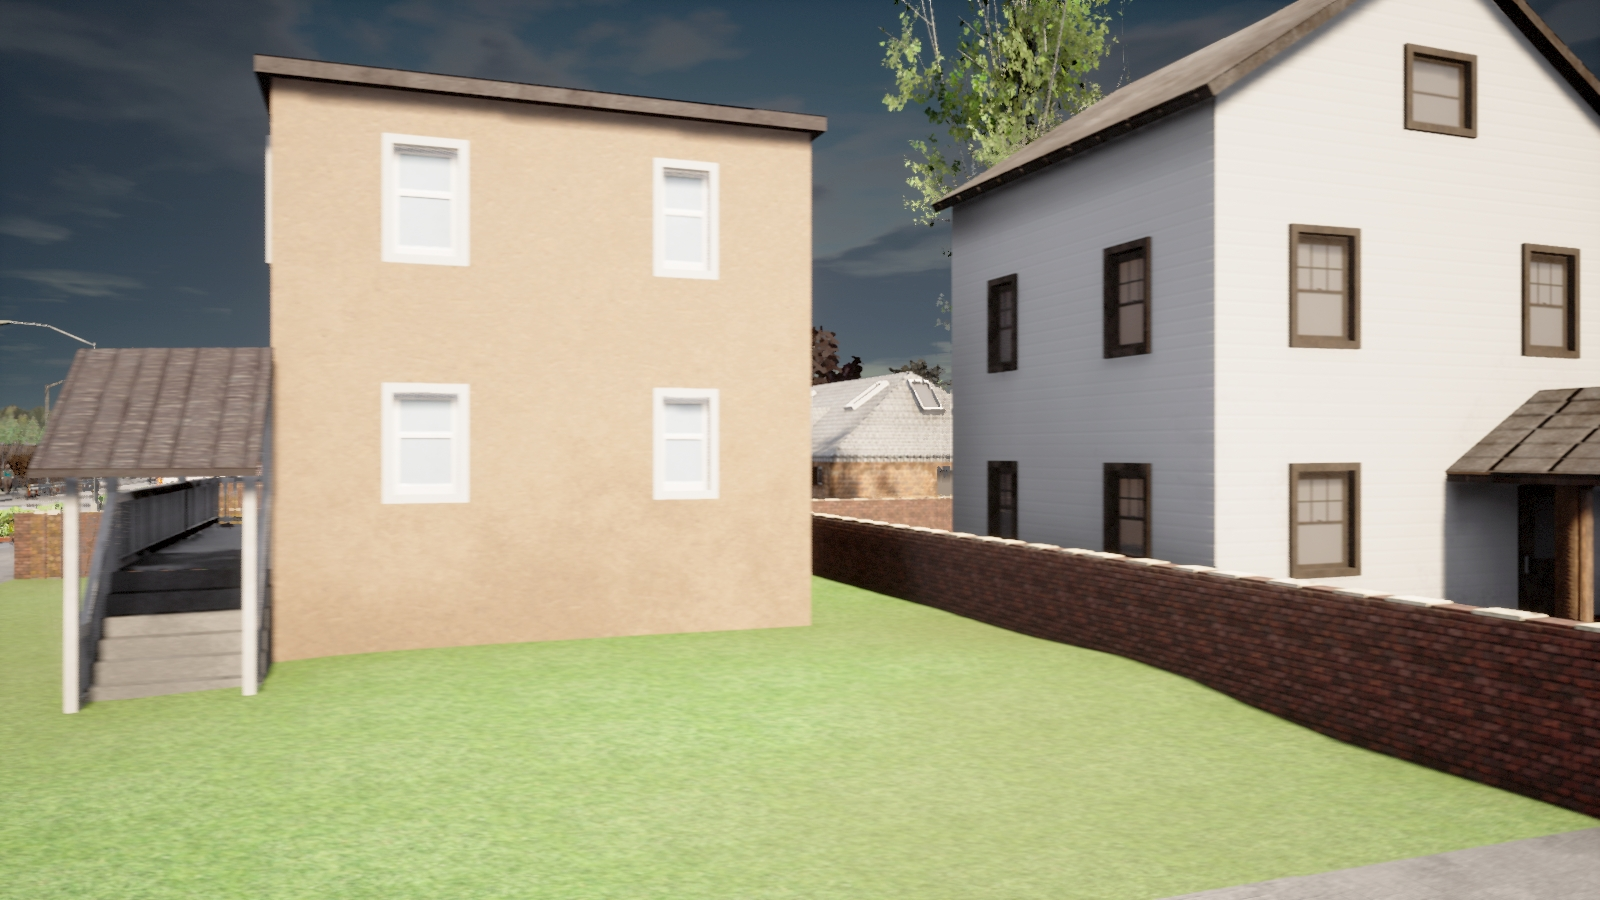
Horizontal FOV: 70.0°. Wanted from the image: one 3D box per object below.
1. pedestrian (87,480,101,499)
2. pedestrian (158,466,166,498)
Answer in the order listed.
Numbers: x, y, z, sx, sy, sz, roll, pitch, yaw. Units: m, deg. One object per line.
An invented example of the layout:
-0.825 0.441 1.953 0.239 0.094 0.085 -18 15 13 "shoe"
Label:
-40.871 2.270 66.146 0.500 1.100 0.500 0 0 3 "pedestrian"
-37.580 1.890 67.312 0.375 1.860 0.375 0 0 -23 "pedestrian"
